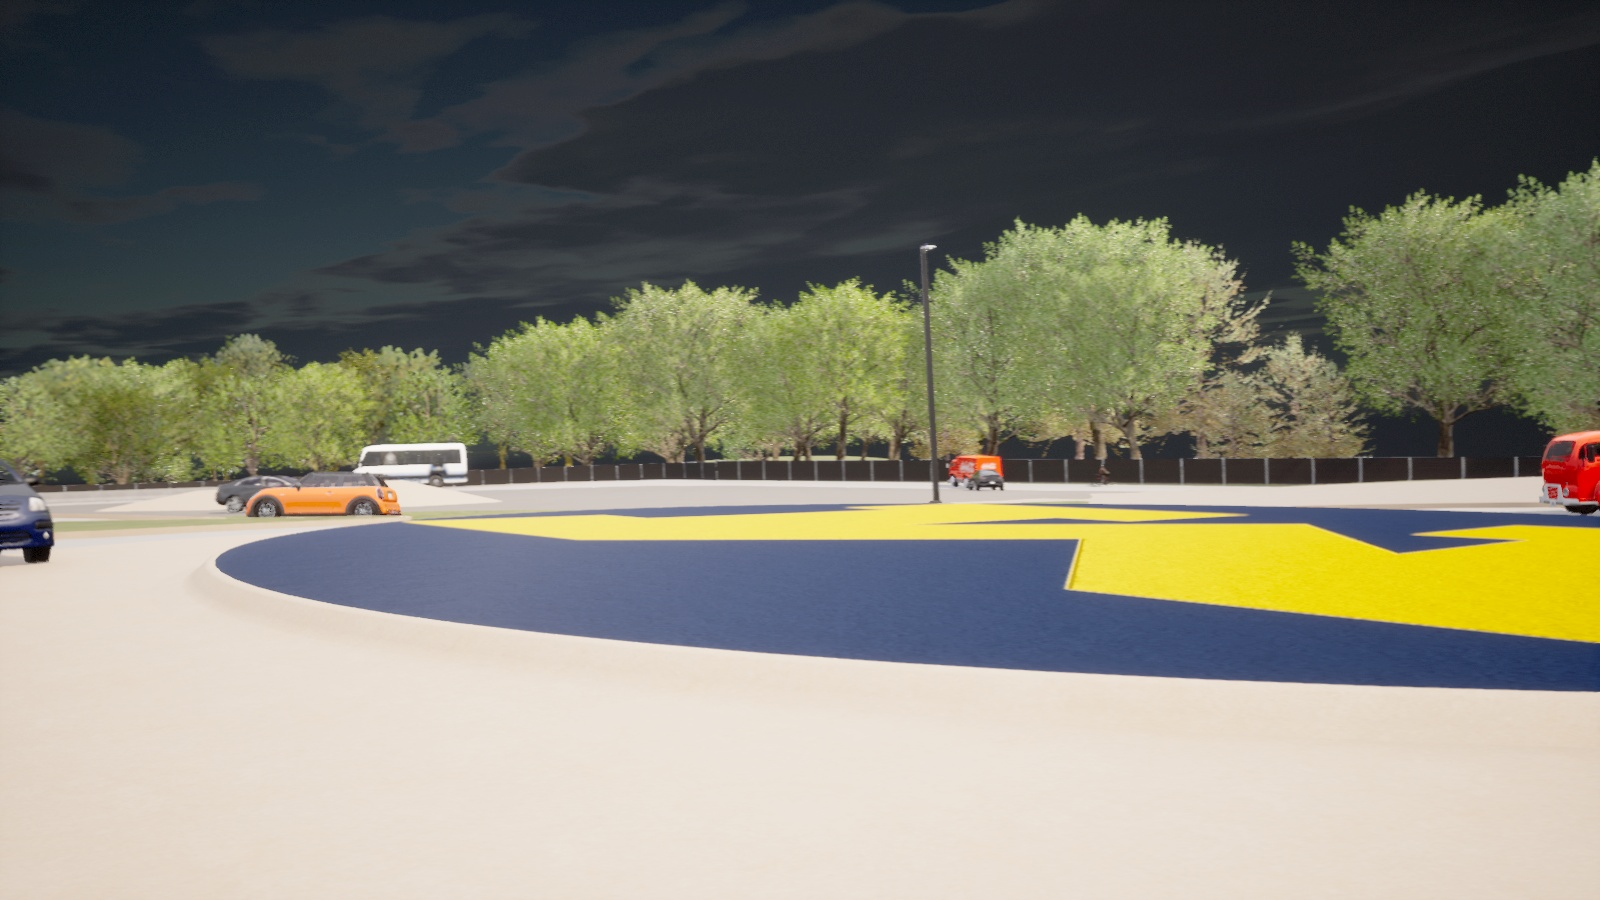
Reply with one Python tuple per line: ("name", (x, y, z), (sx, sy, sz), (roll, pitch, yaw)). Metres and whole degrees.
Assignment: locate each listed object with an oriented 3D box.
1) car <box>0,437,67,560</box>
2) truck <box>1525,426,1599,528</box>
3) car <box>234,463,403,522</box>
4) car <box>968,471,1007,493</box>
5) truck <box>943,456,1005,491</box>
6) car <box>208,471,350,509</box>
("car", (-12.031, 0.679, 17.862), (1.851, 1.617, 3.988), (-1, -1, -44))
("truck", (21.958, 0.560, 32.129), (5.204, 2.467, 2.627), (-3, 0, 6))
("car", (-15.382, 1.394, 40.309), (4.553, 1.767, 2.097), (1, -4, 0))
("car", (12.647, 2.124, 85.091), (1.812, 1.442, 4.674), (0, -1, -2))
("truck", (13.549, 1.780, 97.915), (2.627, 2.467, 5.204), (-2, 2, -20))
("car", (-21.068, 1.598, 50.902), (4.902, 1.511, 2.128), (0, -1, 3))
